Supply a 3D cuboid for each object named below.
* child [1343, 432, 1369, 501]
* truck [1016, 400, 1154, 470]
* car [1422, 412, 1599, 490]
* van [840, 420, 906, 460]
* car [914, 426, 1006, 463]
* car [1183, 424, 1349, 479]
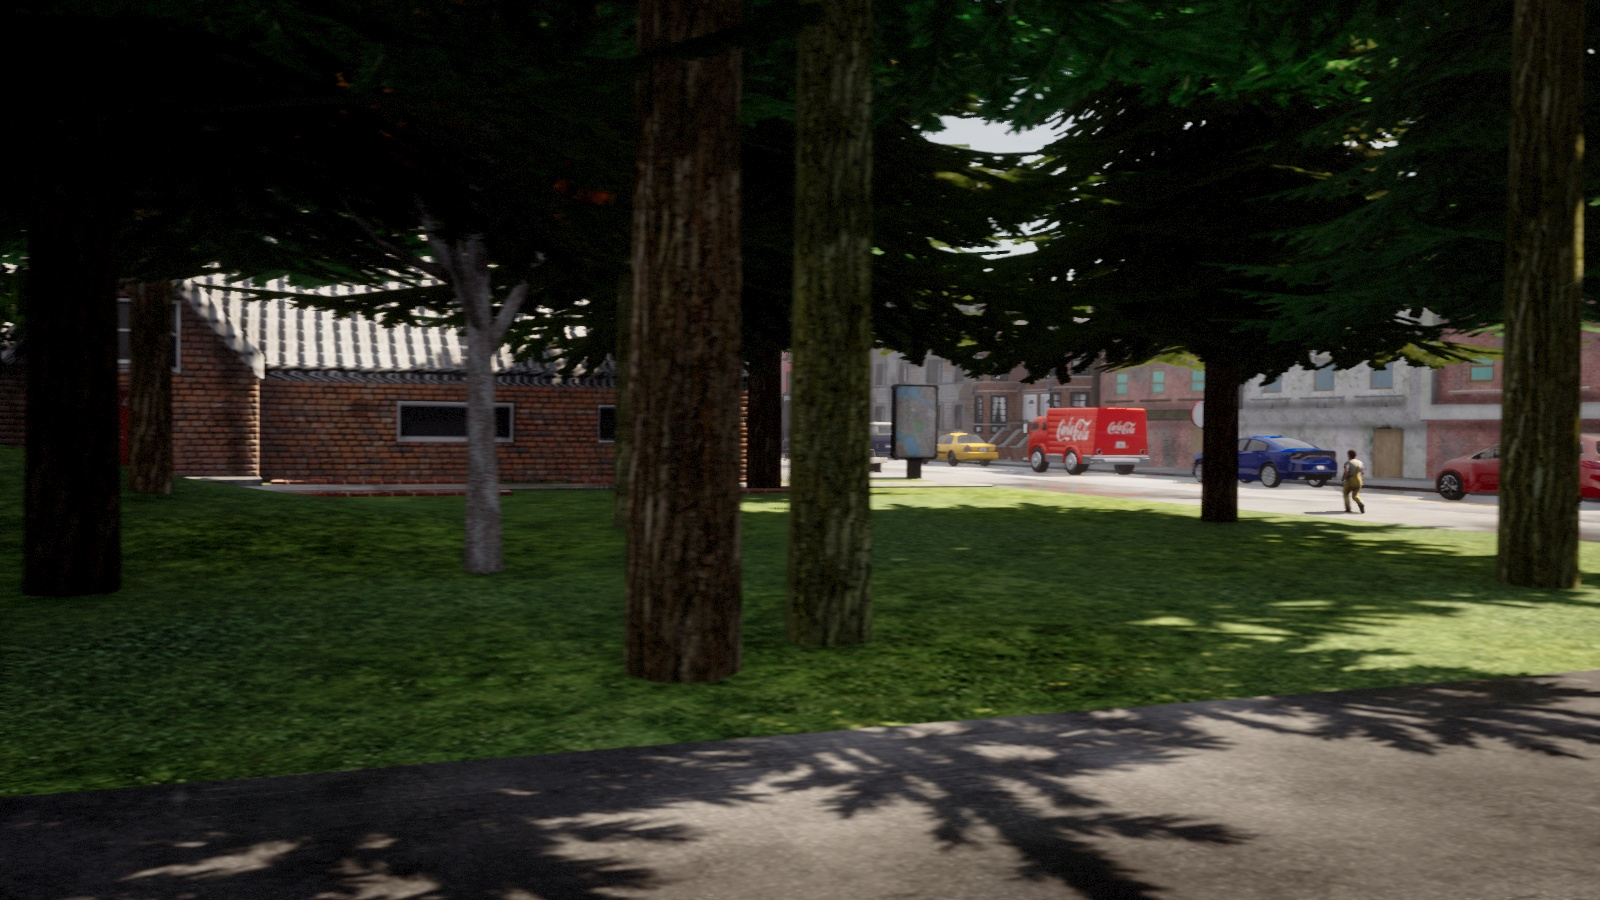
[{"bbox_3d":[10.329,0.296,23.329,0.270,1.263,0.437,-1,1,-5],"label":"child"},{"bbox_3d":[10.584,-0.570,47.131,2.627,2.467,5.204,-1,1,-21],"label":"truck"},{"bbox_3d":[17.246,-0.022,29.309,2.242,1.667,4.611,-1,1,-21],"label":"car"},{"bbox_3d":[3.741,-0.554,65.411,1.775,1.987,4.442,-1,1,-21],"label":"van"},{"bbox_3d":[7.098,-0.259,56.478,1.801,1.575,5.366,-1,1,-20],"label":"car"},{"bbox_3d":[13.988,0.006,38.034,1.882,1.535,5.008,-1,1,-20],"label":"car"}]
